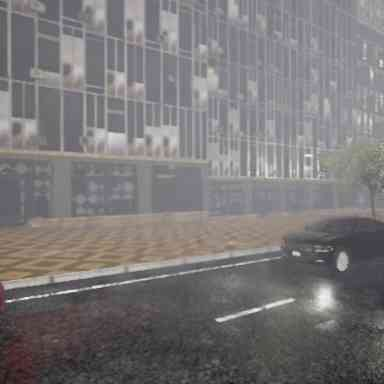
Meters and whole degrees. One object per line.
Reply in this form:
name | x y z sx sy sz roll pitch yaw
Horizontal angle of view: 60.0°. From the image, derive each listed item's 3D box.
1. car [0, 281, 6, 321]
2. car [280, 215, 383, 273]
car | -5.113 1.462 4.006 5.008 1.535 1.882 1 -1 -35
car | 5.085 1.560 11.180 5.008 1.535 1.882 1 0 -35
